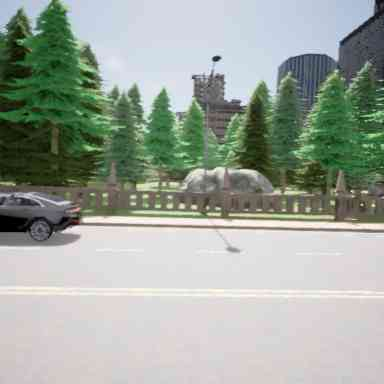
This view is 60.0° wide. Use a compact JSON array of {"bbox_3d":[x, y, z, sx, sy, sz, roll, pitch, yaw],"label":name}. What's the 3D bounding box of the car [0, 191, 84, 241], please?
[{"bbox_3d":[-6.244,0.737,11.327,4.902,1.511,2.128,2,3,-4],"label":"car"}]
